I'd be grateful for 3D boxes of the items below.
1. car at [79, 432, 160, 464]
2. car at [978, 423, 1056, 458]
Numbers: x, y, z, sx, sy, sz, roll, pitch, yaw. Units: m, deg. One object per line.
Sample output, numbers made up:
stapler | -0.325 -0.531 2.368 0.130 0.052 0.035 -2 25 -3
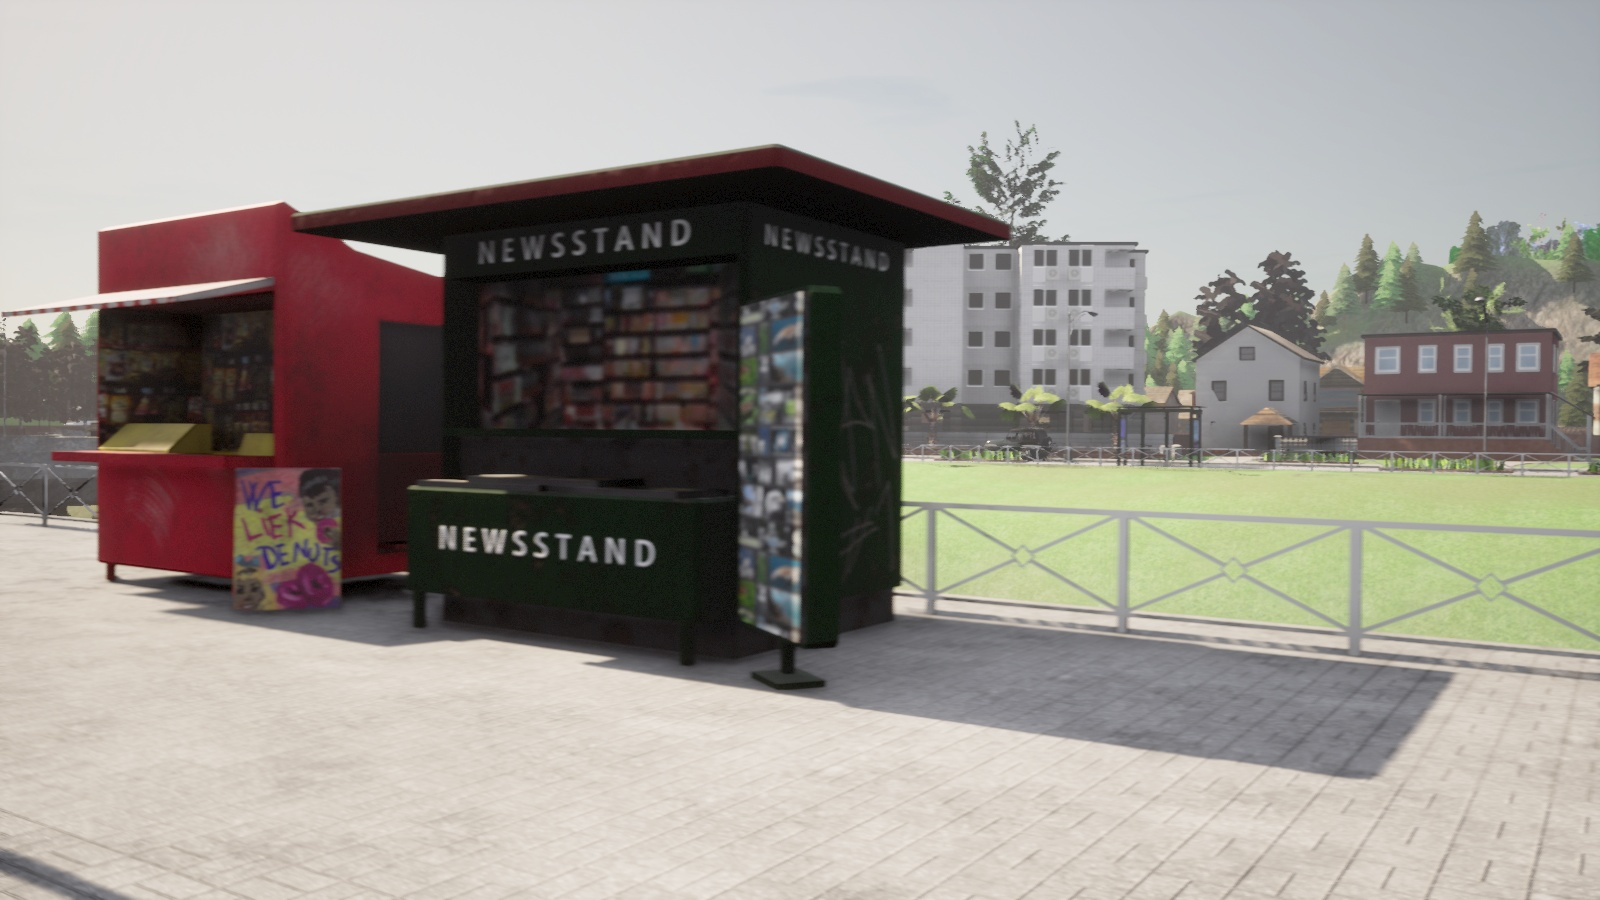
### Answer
car | -41.692 -0.146 76.985 1.905 1.878 3.866 0 1 34
car | 12.135 -0.541 70.233 3.866 1.878 1.905 0 1 34
